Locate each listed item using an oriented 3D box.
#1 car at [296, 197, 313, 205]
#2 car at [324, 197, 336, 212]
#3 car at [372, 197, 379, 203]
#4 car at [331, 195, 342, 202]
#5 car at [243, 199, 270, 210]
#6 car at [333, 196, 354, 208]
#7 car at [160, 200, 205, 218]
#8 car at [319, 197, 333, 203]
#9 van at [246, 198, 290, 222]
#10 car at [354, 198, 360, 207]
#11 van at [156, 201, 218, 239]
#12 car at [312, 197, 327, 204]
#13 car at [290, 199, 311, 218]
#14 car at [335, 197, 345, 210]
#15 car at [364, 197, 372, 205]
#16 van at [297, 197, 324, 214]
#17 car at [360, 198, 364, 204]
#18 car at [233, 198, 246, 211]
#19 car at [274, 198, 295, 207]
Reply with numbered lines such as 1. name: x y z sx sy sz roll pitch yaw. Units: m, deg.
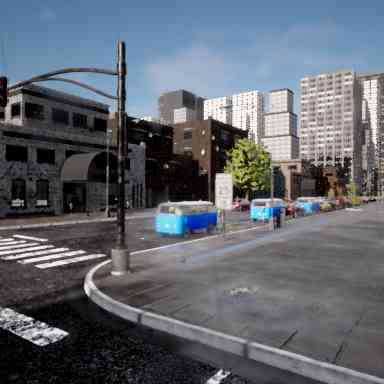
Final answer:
1. car: 21.458 1.706 63.211 1.887 1.381 4.507 0 0 35
2. car: 15.755 1.671 40.433 1.752 1.417 4.829 0 0 35
3. car: 44.137 1.900 81.020 1.947 1.339 4.313 0 0 35
4. car: 37.279 1.713 85.836 1.967 1.590 4.097 0 0 35
5. car: 8.800 1.629 45.111 1.887 1.381 4.507 0 0 35
6. car: 21.988 1.497 49.345 2.192 1.841 5.009 0 0 35
7. car: -0.790 1.558 31.396 1.752 1.417 4.829 0 0 35
8. car: 30.950 1.792 76.786 1.947 1.339 4.313 0 0 35
9. van: 6.165 1.436 26.718 1.690 1.788 3.998 0 0 35
10. car: 25.152 1.517 53.870 2.192 1.841 5.009 0 0 35
11. van: -0.163 1.407 17.668 1.690 1.788 3.998 0 0 35
12. car: 27.688 1.729 72.122 1.752 1.417 4.829 0 0 35
13. car: 9.328 1.655 31.243 1.887 1.381 4.507 0 0 35
14. car: 18.822 1.729 44.818 1.947 1.339 4.313 0 0 35
15. car: 34.644 1.810 67.444 1.887 1.381 4.507 0 0 35
16. van: 12.494 1.469 35.768 1.690 1.788 3.998 0 0 35
17. car: 28.413 1.748 58.534 1.752 1.417 4.829 0 0 35
18. car: 5.637 1.507 40.587 1.967 1.590 4.097 0 0 35
19. car: 15.129 1.666 54.161 1.887 1.381 4.507 0 0 35
